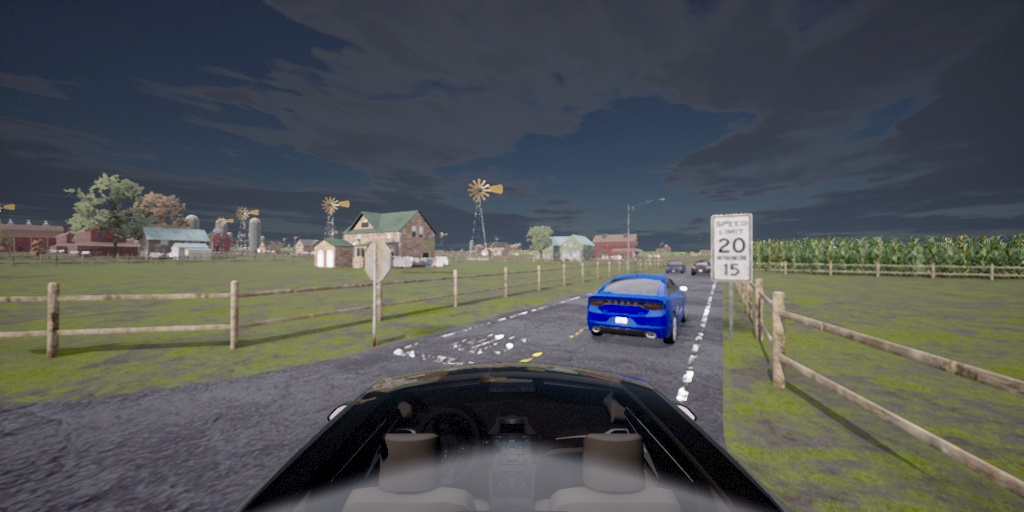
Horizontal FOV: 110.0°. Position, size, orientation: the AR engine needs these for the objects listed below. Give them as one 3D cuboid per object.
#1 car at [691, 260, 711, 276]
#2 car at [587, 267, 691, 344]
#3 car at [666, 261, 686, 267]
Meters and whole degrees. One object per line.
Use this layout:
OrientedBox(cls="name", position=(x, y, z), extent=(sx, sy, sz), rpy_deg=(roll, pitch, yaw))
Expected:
OrientedBox(cls="car", position=(19.473, 1.256, 36.735), extent=(1.812, 1.442, 4.674), rpy_deg=(0, 0, 31))
OrientedBox(cls="car", position=(3.591, 1.225, 9.807), extent=(1.882, 1.535, 5.008), rpy_deg=(0, 0, 30))
OrientedBox(cls="car", position=(19.052, 1.279, 41.550), extent=(2.033, 1.411, 5.357), rpy_deg=(0, 0, 30))
